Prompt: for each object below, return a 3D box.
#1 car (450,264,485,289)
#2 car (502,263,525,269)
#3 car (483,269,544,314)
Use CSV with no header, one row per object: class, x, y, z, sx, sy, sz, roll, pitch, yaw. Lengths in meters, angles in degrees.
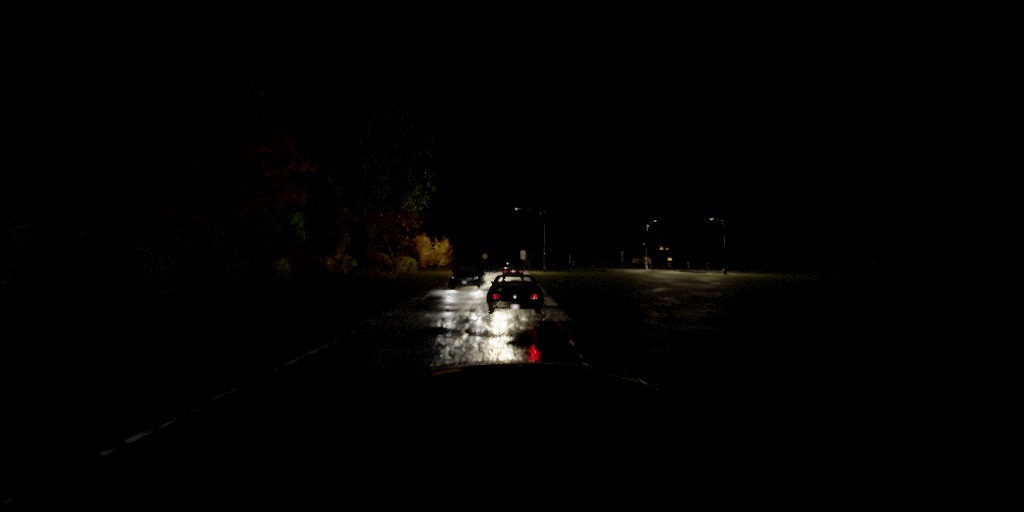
car,-2.751,1.250,22.951,1.812,1.442,4.674,0,0,0
car,0.101,1.263,30.540,2.033,1.411,5.357,0,0,0
car,0.102,1.336,13.724,1.895,1.301,4.718,0,0,0
